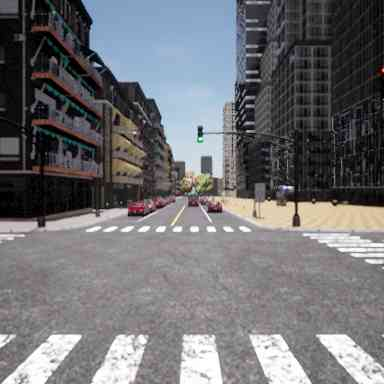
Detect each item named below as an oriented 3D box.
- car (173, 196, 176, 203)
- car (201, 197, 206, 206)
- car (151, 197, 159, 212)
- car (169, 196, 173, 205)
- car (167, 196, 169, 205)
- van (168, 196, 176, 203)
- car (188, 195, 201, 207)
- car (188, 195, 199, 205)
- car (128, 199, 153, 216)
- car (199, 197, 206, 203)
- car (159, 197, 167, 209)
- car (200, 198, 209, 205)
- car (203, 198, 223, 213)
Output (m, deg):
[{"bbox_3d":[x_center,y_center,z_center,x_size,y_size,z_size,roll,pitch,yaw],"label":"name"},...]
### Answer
[{"bbox_3d":[-5.506,1.882,85.841,2.192,1.841,5.009,-1,0,0],"label":"car"},{"bbox_3d":[2.793,1.965,63.282,2.008,1.369,4.403,-1,0,0],"label":"car"},{"bbox_3d":[-5.608,1.702,40.650,1.967,1.590,4.097,-1,0,0],"label":"car"},{"bbox_3d":[-5.541,2.033,68.893,1.802,1.307,4.206,-1,0,0],"label":"car"},{"bbox_3d":[-5.569,1.815,57.595,1.967,1.590,4.097,-1,0,0],"label":"car"},{"bbox_3d":[-5.492,1.948,91.488,1.690,1.788,3.998,-1,0,0],"label":"van"},{"bbox_3d":[0.239,1.865,59.367,1.882,1.535,5.008,0,0,0],"label":"car"},{"bbox_3d":[0.276,1.678,69.634,2.150,2.045,5.566,0,0,0],"label":"car"},{"bbox_3d":[-5.620,1.769,35.000,1.887,1.381,4.507,-1,0,0],"label":"car"},{"bbox_3d":[2.858,2.133,91.697,1.752,1.417,4.829,-1,0,0],"label":"car"},{"bbox_3d":[-5.584,1.652,51.949,2.192,1.841,5.009,-1,0,0],"label":"car"},{"bbox_3d":[2.819,2.035,74.580,1.887,1.381,4.507,-1,0,0],"label":"car"},{"bbox_3d":[2.740,1.807,40.687,1.887,1.381,4.507,-1,0,0],"label":"car"}]
